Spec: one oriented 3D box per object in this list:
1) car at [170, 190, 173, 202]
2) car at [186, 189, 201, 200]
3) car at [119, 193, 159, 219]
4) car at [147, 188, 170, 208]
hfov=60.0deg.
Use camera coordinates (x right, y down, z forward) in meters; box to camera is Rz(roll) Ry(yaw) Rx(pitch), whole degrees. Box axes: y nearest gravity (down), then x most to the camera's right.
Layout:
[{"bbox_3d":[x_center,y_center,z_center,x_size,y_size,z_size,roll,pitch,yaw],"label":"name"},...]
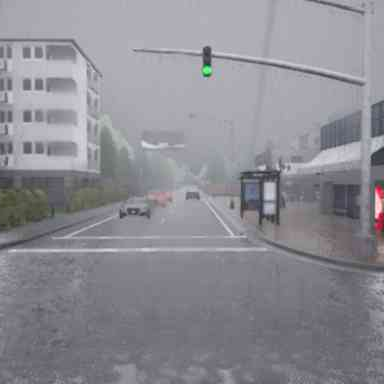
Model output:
[{"bbox_3d":[-3.554,0.291,42.153,2.097,1.767,4.553,0,1,0],"label":"car"},{"bbox_3d":[0.157,0.317,46.222,1.882,1.535,5.008,0,2,2],"label":"car"},{"bbox_3d":[-3.596,0.981,22.410,1.994,1.385,4.181,0,1,0],"label":"car"},{"bbox_3d":[-3.588,0.534,32.104,2.097,1.767,4.553,0,1,0],"label":"car"}]
